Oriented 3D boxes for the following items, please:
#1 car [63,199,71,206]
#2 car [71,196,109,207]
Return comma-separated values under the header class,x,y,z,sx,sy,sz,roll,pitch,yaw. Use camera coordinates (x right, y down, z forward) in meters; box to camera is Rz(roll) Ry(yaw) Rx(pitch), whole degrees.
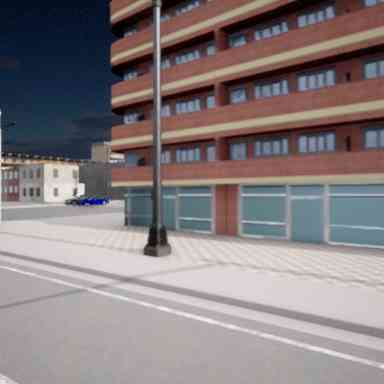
class,x,y,z,sx,sy,sz,roll,pitch,yaw
car,-17.097,1.336,50.600,2.128,1.511,4.902,0,1,37
car,-14.428,1.311,48.338,1.882,1.535,5.008,0,1,37
